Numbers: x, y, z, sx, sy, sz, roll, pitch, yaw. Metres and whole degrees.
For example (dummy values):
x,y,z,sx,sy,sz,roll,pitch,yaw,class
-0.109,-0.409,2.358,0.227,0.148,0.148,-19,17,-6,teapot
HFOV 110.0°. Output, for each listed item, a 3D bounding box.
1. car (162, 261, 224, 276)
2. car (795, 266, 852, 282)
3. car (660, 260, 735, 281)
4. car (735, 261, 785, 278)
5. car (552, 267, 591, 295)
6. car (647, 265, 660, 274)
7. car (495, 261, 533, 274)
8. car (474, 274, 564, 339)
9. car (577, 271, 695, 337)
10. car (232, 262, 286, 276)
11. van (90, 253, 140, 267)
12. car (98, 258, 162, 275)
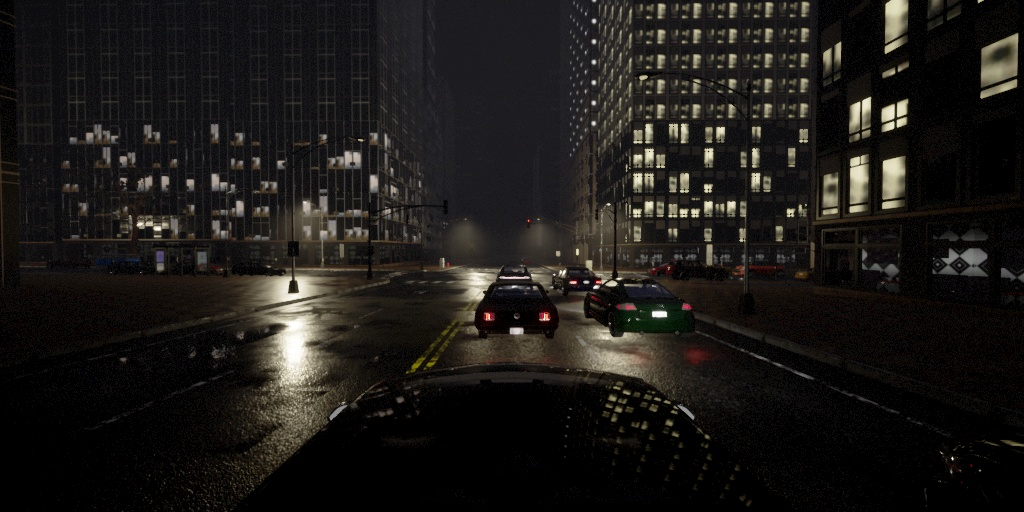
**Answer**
x,y,z,sx,sy,sz,roll,pitch,yaw,class
-28.385,1.138,32.335,4.207,1.307,1.802,0,0,1,car
27.671,1.578,31.416,4.829,1.417,1.751,0,0,1,car
16.223,1.268,31.626,5.009,1.841,2.192,0,0,1,car
25.512,1.294,37.230,4.553,1.767,2.097,1,1,1,car
3.402,1.288,19.487,2.033,1.411,5.357,0,0,-3,car
16.314,1.425,37.401,4.181,1.385,1.994,1,1,1,car
0.116,1.232,19.286,2.128,1.511,4.902,0,0,0,car
0.107,1.347,10.030,1.895,1.301,4.718,0,0,0,car
3.366,1.310,10.258,1.994,1.385,4.181,0,0,-1,car
-22.702,1.173,32.195,4.313,1.339,1.948,0,0,1,car
-45.248,0.605,41.187,3.998,1.789,1.690,0,0,1,van
-34.066,1.069,32.514,4.313,1.339,1.948,0,0,1,car
